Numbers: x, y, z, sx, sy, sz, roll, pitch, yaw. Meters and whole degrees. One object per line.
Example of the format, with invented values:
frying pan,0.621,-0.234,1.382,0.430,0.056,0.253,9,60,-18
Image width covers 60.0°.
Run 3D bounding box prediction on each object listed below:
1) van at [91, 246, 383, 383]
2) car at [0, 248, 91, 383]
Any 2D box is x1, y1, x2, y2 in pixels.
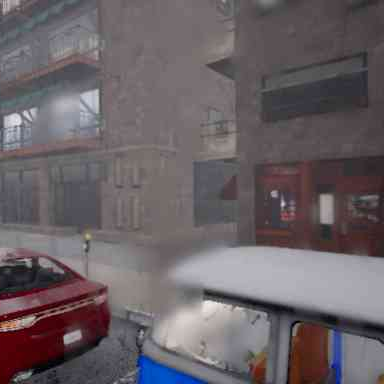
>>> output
van,1.418,1.341,1.878,3.998,1.788,1.690,0,-1,35
car,-3.202,1.554,5.169,4.507,1.381,1.887,0,-1,35
